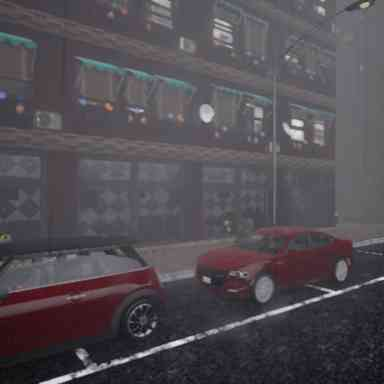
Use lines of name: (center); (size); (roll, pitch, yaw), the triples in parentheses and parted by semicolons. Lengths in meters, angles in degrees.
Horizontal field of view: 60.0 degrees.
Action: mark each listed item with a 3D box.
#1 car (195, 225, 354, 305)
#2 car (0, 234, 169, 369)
car: (2.134, 1.542, 8.082); (4.507, 1.381, 1.887); (0, 0, -36)
car: (-2.455, 1.440, 4.808); (4.097, 1.590, 1.967); (0, 0, -36)
